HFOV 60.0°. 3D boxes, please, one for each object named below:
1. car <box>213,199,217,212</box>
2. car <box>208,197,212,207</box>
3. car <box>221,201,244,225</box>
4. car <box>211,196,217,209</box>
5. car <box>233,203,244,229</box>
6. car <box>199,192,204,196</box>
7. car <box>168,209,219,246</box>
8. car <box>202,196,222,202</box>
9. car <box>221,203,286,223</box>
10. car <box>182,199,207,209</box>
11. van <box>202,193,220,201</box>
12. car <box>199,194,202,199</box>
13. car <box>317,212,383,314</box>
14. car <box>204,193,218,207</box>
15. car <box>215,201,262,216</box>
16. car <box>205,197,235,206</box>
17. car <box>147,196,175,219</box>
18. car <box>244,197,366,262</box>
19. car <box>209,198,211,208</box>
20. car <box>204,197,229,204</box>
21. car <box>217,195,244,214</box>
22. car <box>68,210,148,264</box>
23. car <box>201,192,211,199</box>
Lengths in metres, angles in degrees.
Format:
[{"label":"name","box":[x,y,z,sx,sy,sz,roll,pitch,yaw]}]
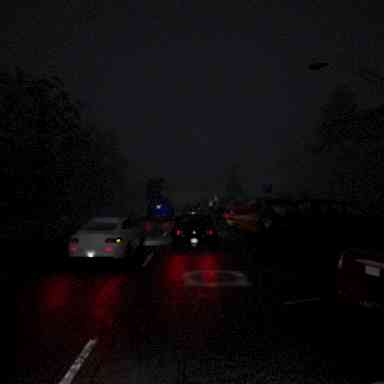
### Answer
[{"label":"car","box":[5.069,1.717,33.354,5.008,1.535,2.097,1,-1,-20]},{"label":"car","box":[5.104,1.834,45.379,4.792,1.488,2.163,1,-1,-20]},{"label":"car","box":[4.899,1.597,21.283,5.366,1.575,1.946,1,0,-20]},{"label":"car","box":[5.109,1.643,39.366,4.553,1.767,2.185,1,0,-20]},{"label":"car","box":[5.246,1.580,18.416,5.366,1.575,1.946,1,-1,-20]},{"label":"car","box":[5.058,1.528,87.372,4.553,1.767,2.185,1,0,-20]},{"label":"car","box":[0.100,1.675,15.609,1.895,1.301,4.718,0,0,0]},{"label":"car","box":[5.080,1.712,84.400,4.674,1.452,2.002,1,0,-20]},{"label":"car","box":[5.048,1.686,27.337,4.792,1.488,2.163,1,0,-20]},{"label":"car","box":[0.102,1.713,32.383,2.128,1.511,4.902,0,-1,0]},{"label":"van","box":[5.197,1.411,90.406,4.442,1.987,1.878,1,0,-20]},{"label":"car","box":[5.059,1.720,81.382,4.792,1.488,2.163,1,1,-20]},{"label":"car","box":[5.041,1.383,6.340,4.553,1.767,2.185,1,-1,-20]},{"label":"car","box":[5.107,1.566,48.379,5.566,2.045,2.435,1,0,-20]},{"label":"car","box":[5.079,1.784,36.354,4.674,1.452,2.002,1,0,-20]},{"label":"car","box":[5.253,1.797,63.452,5.366,1.575,1.946,1,0,-20]},{"label":"car","box":[-2.897,1.434,31.569,2.150,2.045,5.566,0,-1,0]},{"label":"car","box":[5.099,1.288,12.367,5.566,2.045,2.435,1,-1,-20]},{"label":"car","box":[5.080,1.832,42.354,4.674,1.452,2.002,1,0,-20]},{"label":"car","box":[5.057,1.793,69.376,4.792,1.488,2.163,1,1,-20]},{"label":"car","box":[5.053,1.378,24.336,5.566,2.045,2.435,1,0,-20]},{"label":"car","box":[-2.909,1.576,11.893,1.812,1.442,4.674,0,0,0]},{"label":"car","box":[5.058,1.571,57.359,5.566,2.045,2.435,1,1,-20]}]
